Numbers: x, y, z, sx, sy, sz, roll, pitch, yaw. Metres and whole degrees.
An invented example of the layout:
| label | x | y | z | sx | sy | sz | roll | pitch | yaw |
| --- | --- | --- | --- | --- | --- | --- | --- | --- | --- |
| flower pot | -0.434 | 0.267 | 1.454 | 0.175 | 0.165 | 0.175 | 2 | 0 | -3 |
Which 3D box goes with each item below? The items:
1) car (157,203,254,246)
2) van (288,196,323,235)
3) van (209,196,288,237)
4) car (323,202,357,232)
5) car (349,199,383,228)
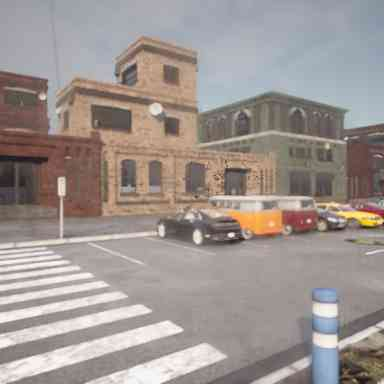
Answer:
| label | x | y | z | sx | sy | sz | roll | pitch | yaw |
| --- | --- | --- | --- | --- | --- | --- | --- | --- | --- |
| car | 0.159 | 1.435 | 15.141 | 2.231 | 1.521 | 4.892 | 0 | 0 | -35 |
| van | 4.615 | 1.200 | 18.465 | 1.878 | 1.987 | 4.442 | 0 | 0 | -35 |
| van | 2.351 | 1.204 | 16.853 | 1.878 | 1.987 | 4.442 | 0 | 0 | -35 |
| car | 6.946 | 1.462 | 19.984 | 2.002 | 1.452 | 4.674 | 0 | 0 | -35 |
| car | 9.319 | 1.414 | 21.444 | 1.946 | 1.575 | 5.366 | 0 | 0 | -35 |
